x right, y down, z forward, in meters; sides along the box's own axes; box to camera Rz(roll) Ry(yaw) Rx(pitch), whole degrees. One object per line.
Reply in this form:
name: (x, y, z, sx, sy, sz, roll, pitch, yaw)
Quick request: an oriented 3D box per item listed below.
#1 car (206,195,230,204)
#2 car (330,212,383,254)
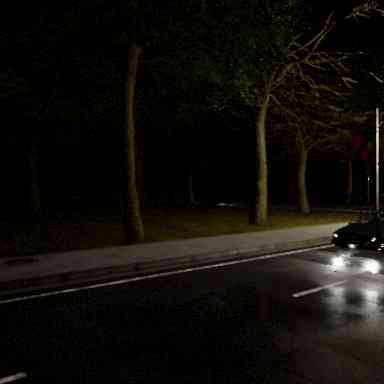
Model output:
car: (4.395, 1.338, 56.906, 1.837, 1.490, 4.892, 0, 0, -35)
car: (7.778, 1.499, 13.219, 5.357, 1.411, 2.033, 0, 0, -35)
